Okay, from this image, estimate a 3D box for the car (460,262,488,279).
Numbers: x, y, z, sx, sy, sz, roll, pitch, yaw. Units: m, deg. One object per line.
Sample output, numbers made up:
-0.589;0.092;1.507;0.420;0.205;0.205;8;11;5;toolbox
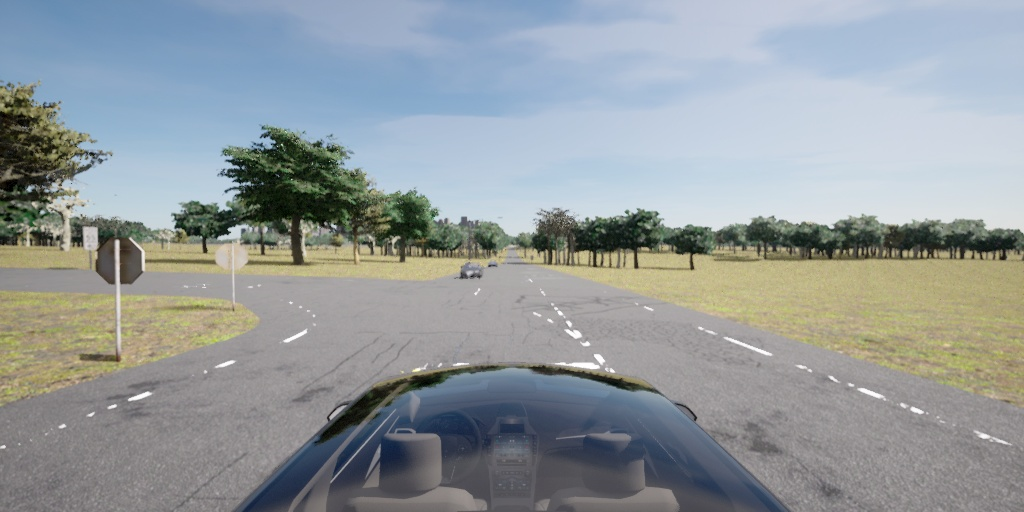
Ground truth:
-3.666;1.340;33.188;2.128;1.511;4.902;0;0;0;car
